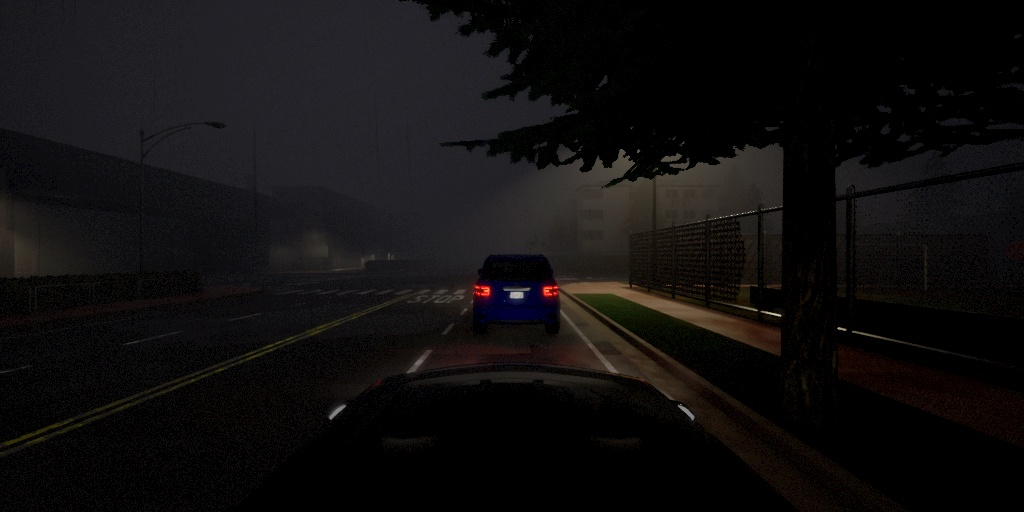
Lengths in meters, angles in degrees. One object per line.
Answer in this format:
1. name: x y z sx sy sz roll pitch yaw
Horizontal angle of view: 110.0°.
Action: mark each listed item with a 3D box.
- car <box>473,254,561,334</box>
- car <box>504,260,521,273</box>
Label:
1. car: 0.115 0.972 10.738 2.150 2.045 5.566 0 0 0
2. car: 0.025 1.242 45.614 2.128 1.511 4.902 0 0 0
